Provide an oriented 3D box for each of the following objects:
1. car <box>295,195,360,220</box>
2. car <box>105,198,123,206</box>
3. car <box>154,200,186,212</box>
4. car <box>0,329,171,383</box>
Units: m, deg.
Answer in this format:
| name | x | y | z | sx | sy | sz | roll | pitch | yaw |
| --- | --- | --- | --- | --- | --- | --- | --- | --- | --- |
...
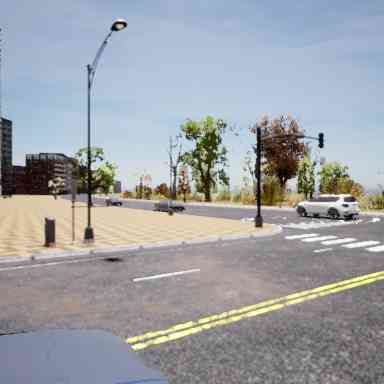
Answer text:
| name | x | y | z | sx | sy | sz | roll | pitch | yaw |
| --- | --- | --- | --- | --- | --- | --- | --- | --- | --- |
| car | 11.742 | 1.264 | 29.185 | 2.150 | 2.045 | 5.566 | 0 | 0 | -31 |
| car | -13.874 | 1.691 | 58.806 | 2.033 | 1.411 | 5.357 | 0 | 0 | -30 |
| car | -2.765 | 1.650 | 39.895 | 2.033 | 1.411 | 5.357 | 0 | 0 | -31 |
| car | -2.564 | 1.546 | 1.597 | 5.357 | 1.411 | 2.033 | 0 | 0 | -35 |
